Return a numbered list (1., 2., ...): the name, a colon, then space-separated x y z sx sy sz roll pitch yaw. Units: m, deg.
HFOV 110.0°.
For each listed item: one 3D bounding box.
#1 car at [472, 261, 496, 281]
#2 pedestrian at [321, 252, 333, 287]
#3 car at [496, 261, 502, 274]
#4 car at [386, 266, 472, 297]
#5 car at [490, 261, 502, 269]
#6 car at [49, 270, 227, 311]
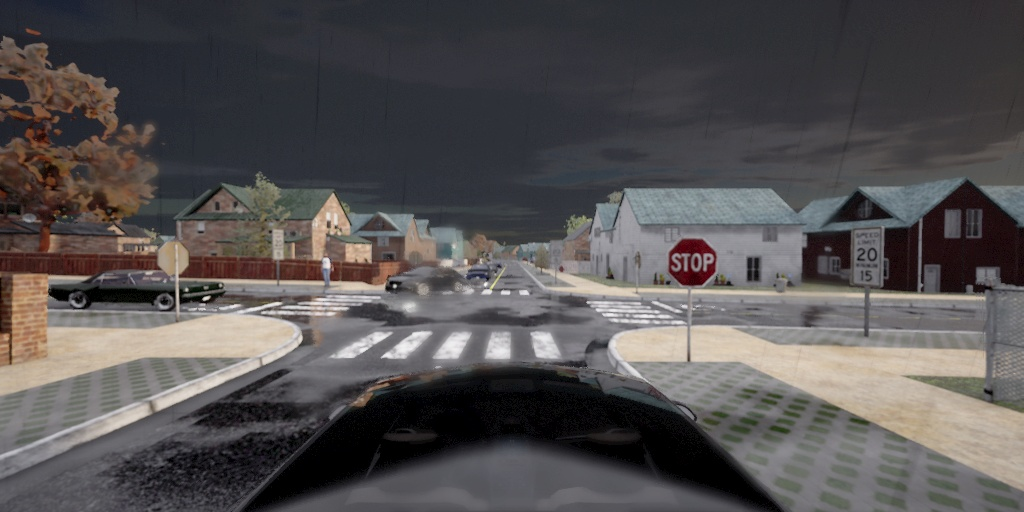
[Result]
1. car: -2.798 1.415 31.920 2.033 1.411 5.357 0 0 0
2. pedestrian: -9.654 0.685 18.726 0.375 1.860 0.375 0 0 1
3. car: -2.770 1.407 45.579 2.128 1.511 4.902 0 0 0
4. car: -4.316 1.251 18.611 1.837 1.490 4.892 1 -2 25
5. car: -2.659 1.569 61.445 1.895 1.301 4.718 0 0 0
6. car: -13.265 1.182 12.970 4.718 1.301 1.895 1 1 0
